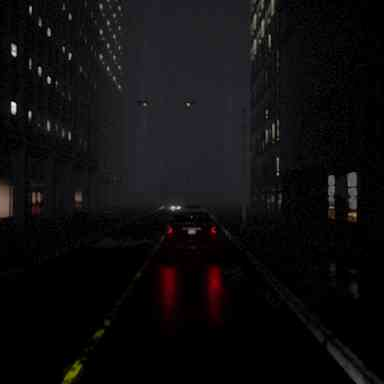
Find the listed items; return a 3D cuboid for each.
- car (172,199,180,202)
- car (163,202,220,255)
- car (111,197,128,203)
[{"bbox_3d":[-3.082,2.089,65.471,2.128,1.511,4.902,0,0,1],"label":"car"},{"bbox_3d":[-0.008,1.480,14.069,2.097,1.767,4.553,0,-1,0],"label":"car"},{"bbox_3d":[-18.964,2.151,81.671,4.829,1.417,1.752,0,-1,-1],"label":"car"}]
